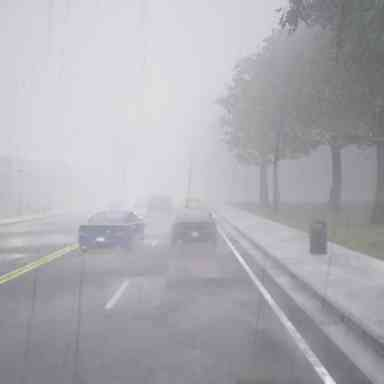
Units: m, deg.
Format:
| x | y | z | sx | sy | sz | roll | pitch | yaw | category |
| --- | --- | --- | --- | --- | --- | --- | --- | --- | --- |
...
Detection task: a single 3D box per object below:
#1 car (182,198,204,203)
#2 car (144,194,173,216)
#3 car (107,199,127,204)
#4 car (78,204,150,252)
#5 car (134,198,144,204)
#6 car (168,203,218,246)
| x | y | z | sx | sy | sz | roll | pitch | yaw | category |
| --- | --- | --- | --- | --- | --- | --- | --- | --- | --- |
| 0.107 | 1.362 | 33.647 | 2.097 | 1.767 | 4.553 | 0 | 0 | 0 | car |
| -3.143 | 1.232 | 33.290 | 2.150 | 2.045 | 5.566 | 0 | 0 | 0 | car |
| -9.833 | 1.563 | 43.673 | 2.033 | 1.411 | 5.357 | 0 | 0 | 0 | car |
| -3.146 | 1.479 | 13.925 | 1.882 | 1.535 | 5.008 | 0 | 0 | 0 | car |
| -6.577 | 1.494 | 45.157 | 1.882 | 1.535 | 5.008 | 0 | 0 | 0 | car |
| 0.104 | 1.479 | 15.266 | 1.882 | 1.535 | 5.008 | 0 | 0 | 0 | car |
